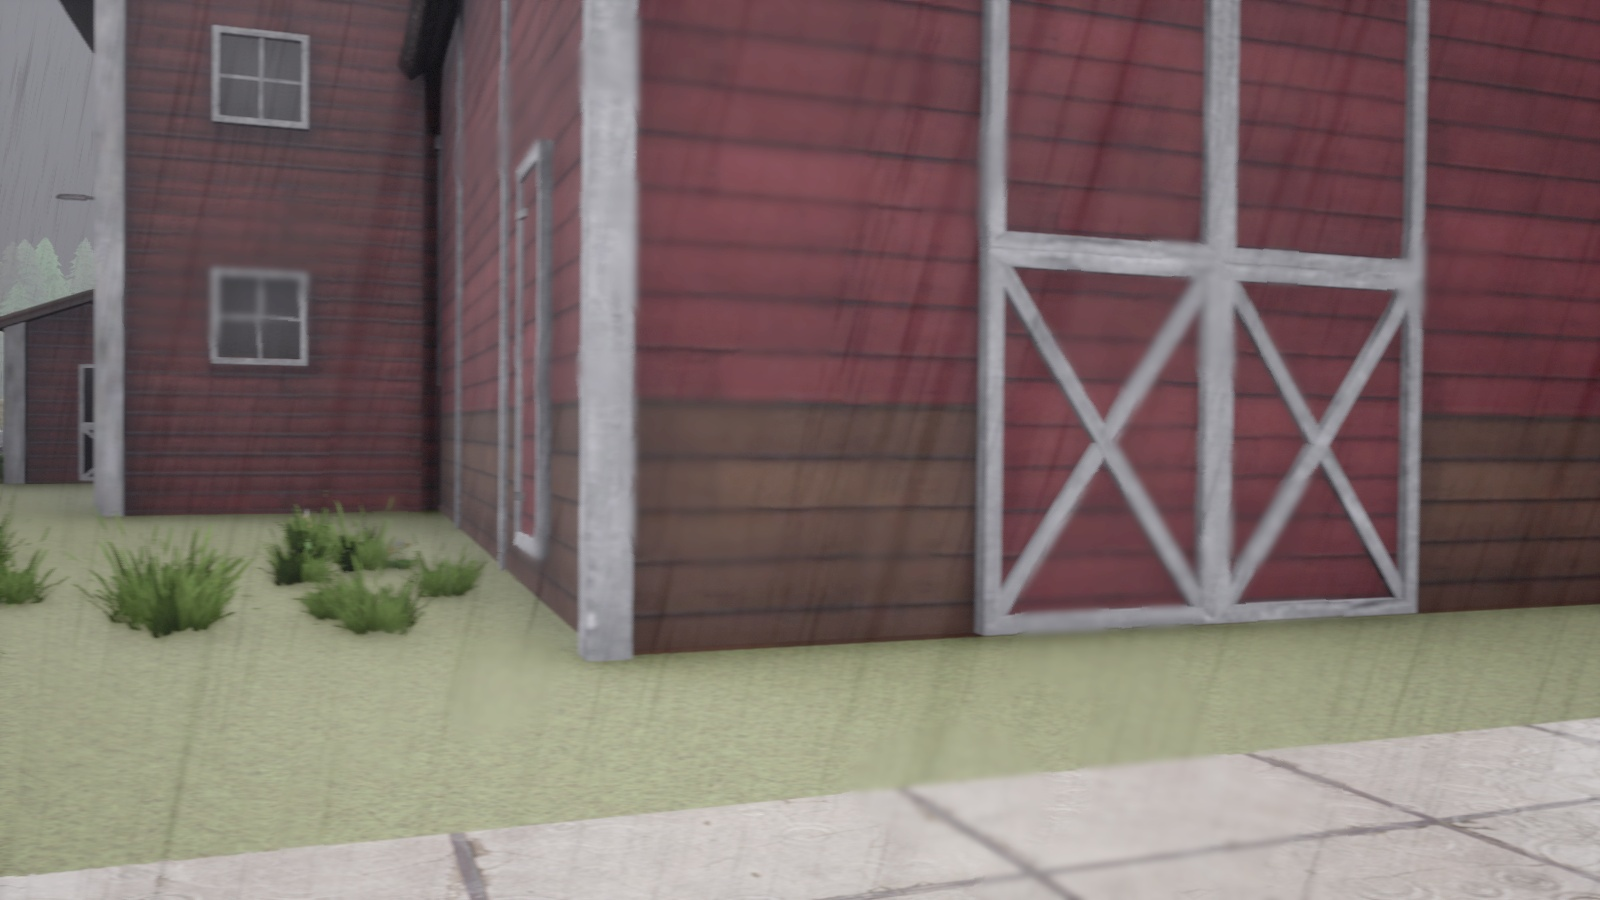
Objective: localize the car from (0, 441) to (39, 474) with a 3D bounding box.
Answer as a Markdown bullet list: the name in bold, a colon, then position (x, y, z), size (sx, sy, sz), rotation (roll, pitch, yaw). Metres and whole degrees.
- **car**: position (-35.578, 0.334, 53.261), size (5.357, 1.411, 2.033), rotation (-1, 1, -20)
